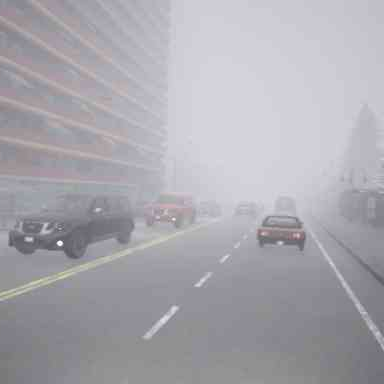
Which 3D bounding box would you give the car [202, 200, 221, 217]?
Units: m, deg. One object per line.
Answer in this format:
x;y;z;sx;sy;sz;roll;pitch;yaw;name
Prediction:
1.587;1.546;32.374;1.837;1.490;4.892;2;0;16;car

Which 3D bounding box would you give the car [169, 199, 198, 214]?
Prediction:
-0.856;1.526;36.513;1.994;1.385;4.181;2;0;16;car

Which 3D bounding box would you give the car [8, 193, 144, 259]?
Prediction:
-4.091;1.088;12.561;2.150;2.045;5.566;2;0;16;car

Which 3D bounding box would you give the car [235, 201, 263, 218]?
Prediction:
5.368;1.652;32.218;2.128;1.511;4.902;2;0;16;car

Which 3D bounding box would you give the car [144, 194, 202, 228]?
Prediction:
-1.254;1.175;22.471;2.150;2.045;5.566;2;0;16;car

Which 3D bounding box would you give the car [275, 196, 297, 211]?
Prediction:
10.641;1.547;37.899;2.150;2.045;5.566;2;0;16;car

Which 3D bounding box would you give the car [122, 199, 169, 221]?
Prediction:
-3.596;1.355;27.015;1.882;1.535;5.008;2;0;16;car

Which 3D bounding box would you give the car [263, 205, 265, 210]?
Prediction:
8.128;1.846;41.973;1.895;1.301;4.718;2;0;16;car

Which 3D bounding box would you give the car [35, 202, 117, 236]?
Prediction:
-6.117;1.326;18.185;1.812;1.442;4.674;2;0;16;car

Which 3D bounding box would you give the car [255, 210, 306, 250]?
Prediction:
4.116;1.727;15.240;1.895;1.301;4.718;2;0;16;car
